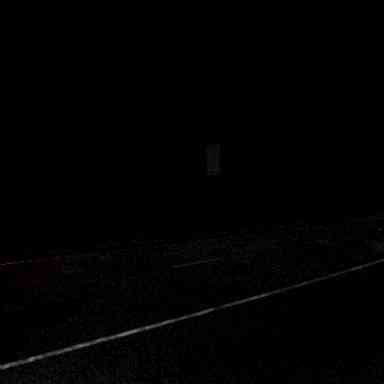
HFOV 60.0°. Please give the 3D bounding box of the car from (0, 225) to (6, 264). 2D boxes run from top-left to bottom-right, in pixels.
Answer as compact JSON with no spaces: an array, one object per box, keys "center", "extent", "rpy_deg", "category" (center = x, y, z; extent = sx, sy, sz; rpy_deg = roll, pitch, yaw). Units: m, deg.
[{"center":[-7.343,1.237,7.422],"extent":[5.566,2.045,2.150],"rpy_deg":[0,0,-36],"category":"car"}]
